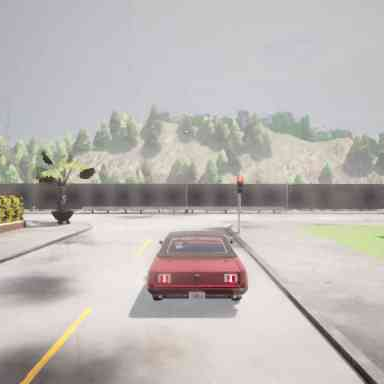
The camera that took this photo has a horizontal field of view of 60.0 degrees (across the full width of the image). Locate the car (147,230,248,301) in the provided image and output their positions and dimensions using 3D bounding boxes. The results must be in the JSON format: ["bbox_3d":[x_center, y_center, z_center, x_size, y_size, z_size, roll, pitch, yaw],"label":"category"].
[{"bbox_3d":[0.101,1.601,8.279,1.895,1.301,4.718,0,0,0],"label":"car"}]
